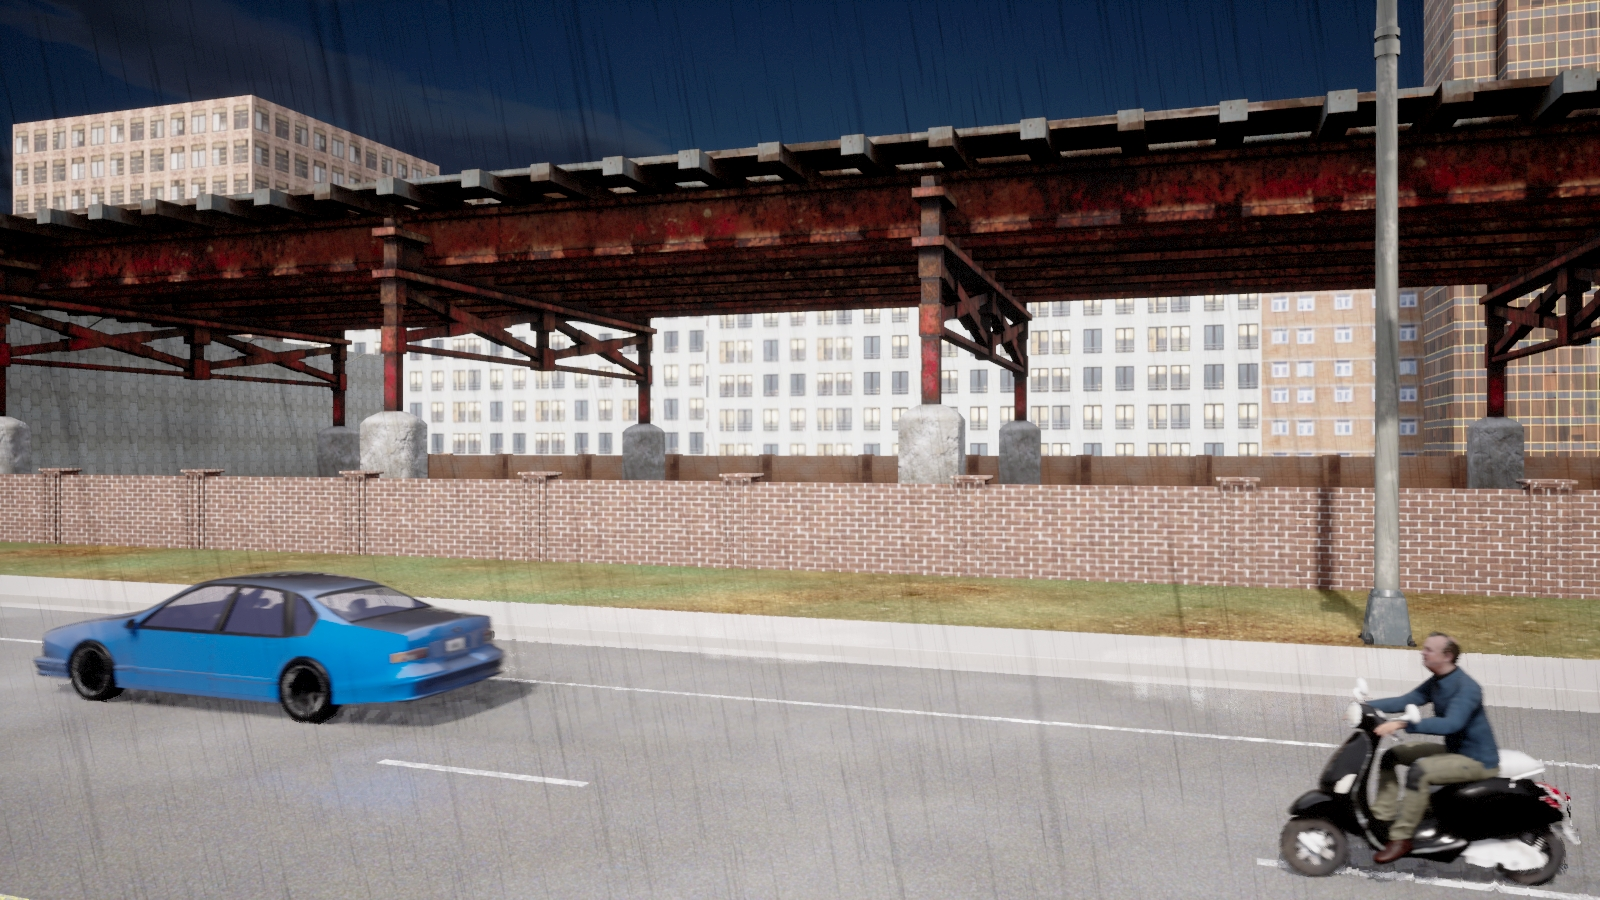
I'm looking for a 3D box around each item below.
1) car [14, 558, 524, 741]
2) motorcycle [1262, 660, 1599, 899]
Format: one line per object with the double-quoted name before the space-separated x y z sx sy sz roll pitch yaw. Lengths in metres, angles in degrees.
"car" -5.998 2.106 12.924 5.357 1.411 2.033 0 0 20
"motorcycle" 4.065 2.129 7.426 1.805 1.341 0.856 0 0 6
